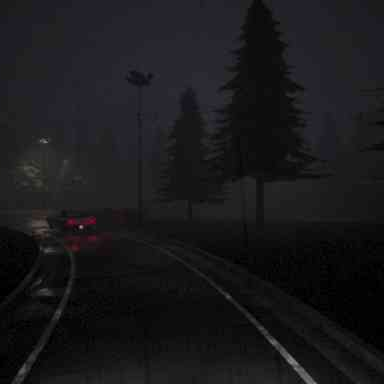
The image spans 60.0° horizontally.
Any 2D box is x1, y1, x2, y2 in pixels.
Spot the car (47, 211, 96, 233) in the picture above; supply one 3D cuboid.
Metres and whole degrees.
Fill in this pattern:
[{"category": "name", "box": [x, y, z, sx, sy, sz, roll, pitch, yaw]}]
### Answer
[{"category": "car", "box": [-8.154, 1.895, 22.174, 1.895, 1.301, 4.718, 0, -1, -37]}]
